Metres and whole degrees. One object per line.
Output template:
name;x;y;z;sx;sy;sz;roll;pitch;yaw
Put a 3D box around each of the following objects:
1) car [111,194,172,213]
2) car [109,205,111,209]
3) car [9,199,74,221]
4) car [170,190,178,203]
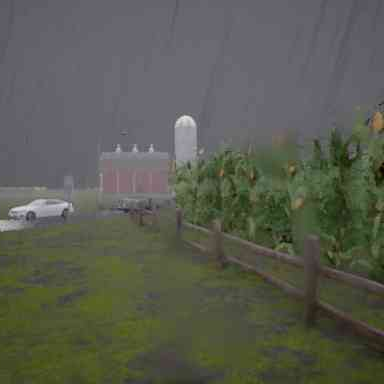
car;-4.400;1.126;29.942;2.033;1.411;5.357;-1;1;30
car;-6.188;1.138;32.885;1.994;1.385;4.181;-1;1;29
car;-11.032;1.264;24.675;1.812;1.442;4.674;-1;1;31
car;-1.290;0.612;42.190;2.150;2.045;5.566;-1;1;26
